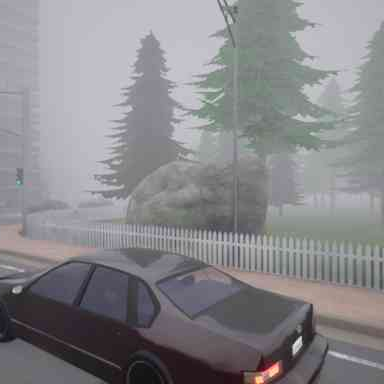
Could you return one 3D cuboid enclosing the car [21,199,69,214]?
[{"bbox_3d":[-15.235,1.477,34.907,2.033,1.411,5.357,0,0,17],"label":"car"}]

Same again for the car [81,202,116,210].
[{"bbox_3d":[-10.537,1.455,38.730,1.812,1.442,4.674,0,0,12],"label":"car"}]

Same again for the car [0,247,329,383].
[{"bbox_3d":[-1.015,1.546,4.712,5.357,1.411,2.033,0,0,35],"label":"car"}]

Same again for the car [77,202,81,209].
[{"bbox_3d":[-13.573,1.528,44.400,1.895,1.301,4.718,0,0,3],"label":"car"}]
